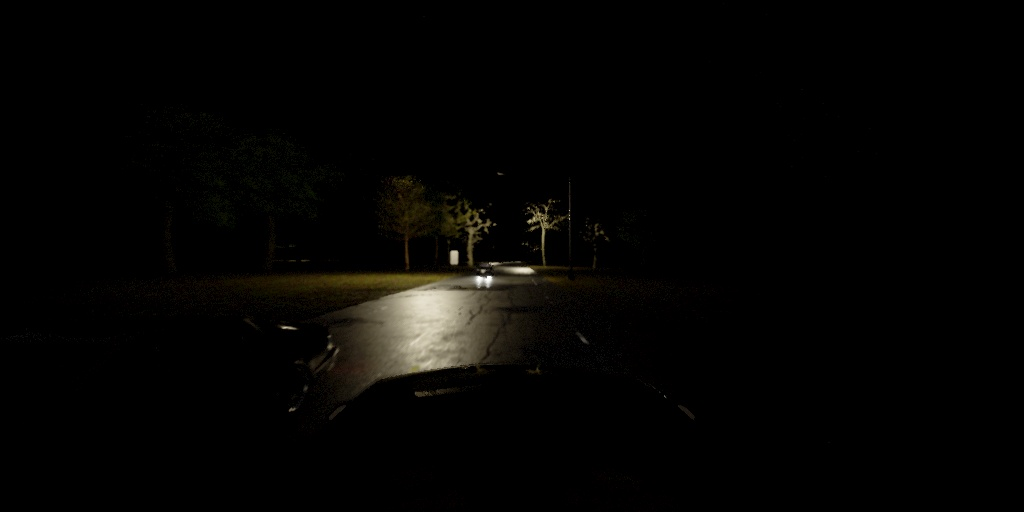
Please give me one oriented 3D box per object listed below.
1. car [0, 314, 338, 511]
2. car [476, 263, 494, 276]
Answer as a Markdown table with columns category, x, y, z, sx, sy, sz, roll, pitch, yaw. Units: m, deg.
| category | x | y | z | sx | sy | sz | roll | pitch | yaw |
| --- | --- | --- | --- | --- | --- | --- | --- | --- | --- |
| car | -3.598 | 1.307 | 3.186 | 2.033 | 1.411 | 5.357 | 0 | -1 | 0 |
| car | -3.286 | 1.621 | 43.996 | 2.128 | 1.511 | 4.902 | 0 | 0 | 1 |
